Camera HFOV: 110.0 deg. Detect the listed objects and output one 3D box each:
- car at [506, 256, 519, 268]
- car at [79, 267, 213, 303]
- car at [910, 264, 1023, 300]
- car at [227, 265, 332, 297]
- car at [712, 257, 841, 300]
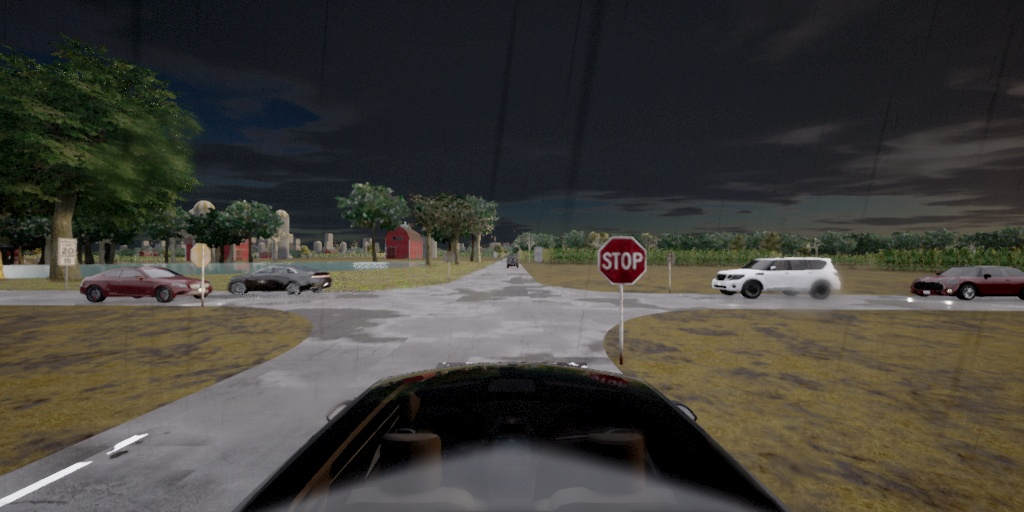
[{"bbox_3d":[0.126,1.196,59.022,1.837,1.490,4.892,0,-1,0],"label":"car"},{"bbox_3d":[-15.485,1.179,15.267,4.674,1.442,1.812,0,-1,1],"label":"car"},{"bbox_3d":[23.341,1.286,18.248,4.553,1.767,2.097,0,-1,0],"label":"car"},{"bbox_3d":[-11.666,1.209,18.067,4.902,1.511,2.128,0,-1,6],"label":"car"},{"bbox_3d":[13.346,1.082,18.276,5.566,2.045,2.150,0,-1,1],"label":"car"}]
